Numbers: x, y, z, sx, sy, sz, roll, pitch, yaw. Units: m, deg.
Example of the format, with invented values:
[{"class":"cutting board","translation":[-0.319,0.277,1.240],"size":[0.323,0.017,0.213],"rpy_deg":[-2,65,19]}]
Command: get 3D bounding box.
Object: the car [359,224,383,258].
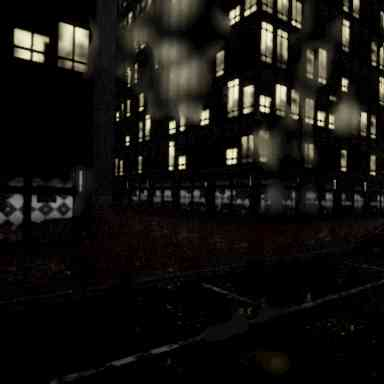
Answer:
[{"class":"car","translation":[7.875,1.661,12.157],"size":[4.507,1.381,1.887],"rpy_deg":[1,1,-35]}]
